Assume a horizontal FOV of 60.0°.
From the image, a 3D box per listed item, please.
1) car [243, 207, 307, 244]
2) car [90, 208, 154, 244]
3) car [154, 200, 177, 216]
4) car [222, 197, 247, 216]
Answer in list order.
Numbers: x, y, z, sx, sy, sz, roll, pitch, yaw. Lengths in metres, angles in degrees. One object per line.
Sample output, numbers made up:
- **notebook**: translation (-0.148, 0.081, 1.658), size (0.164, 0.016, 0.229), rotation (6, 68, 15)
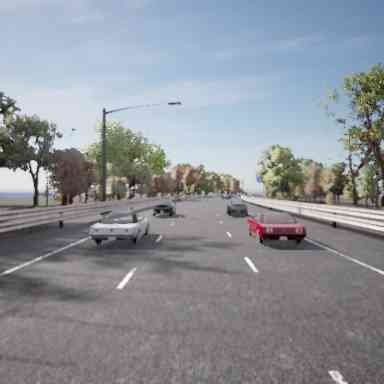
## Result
- **car**: translation (3.799, 1.606, 15.824), size (1.895, 1.301, 4.718), rotation (0, 0, 1)
- **car**: translation (-3.208, 1.605, 15.794), size (1.895, 1.301, 4.718), rotation (0, 0, 1)
- **car**: translation (-2.647, 1.526, 32.915), size (1.837, 1.490, 4.892), rotation (0, 0, 2)
- **car**: translation (4.357, 1.513, 32.739), size (2.128, 1.511, 4.902), rotation (0, 0, 2)
